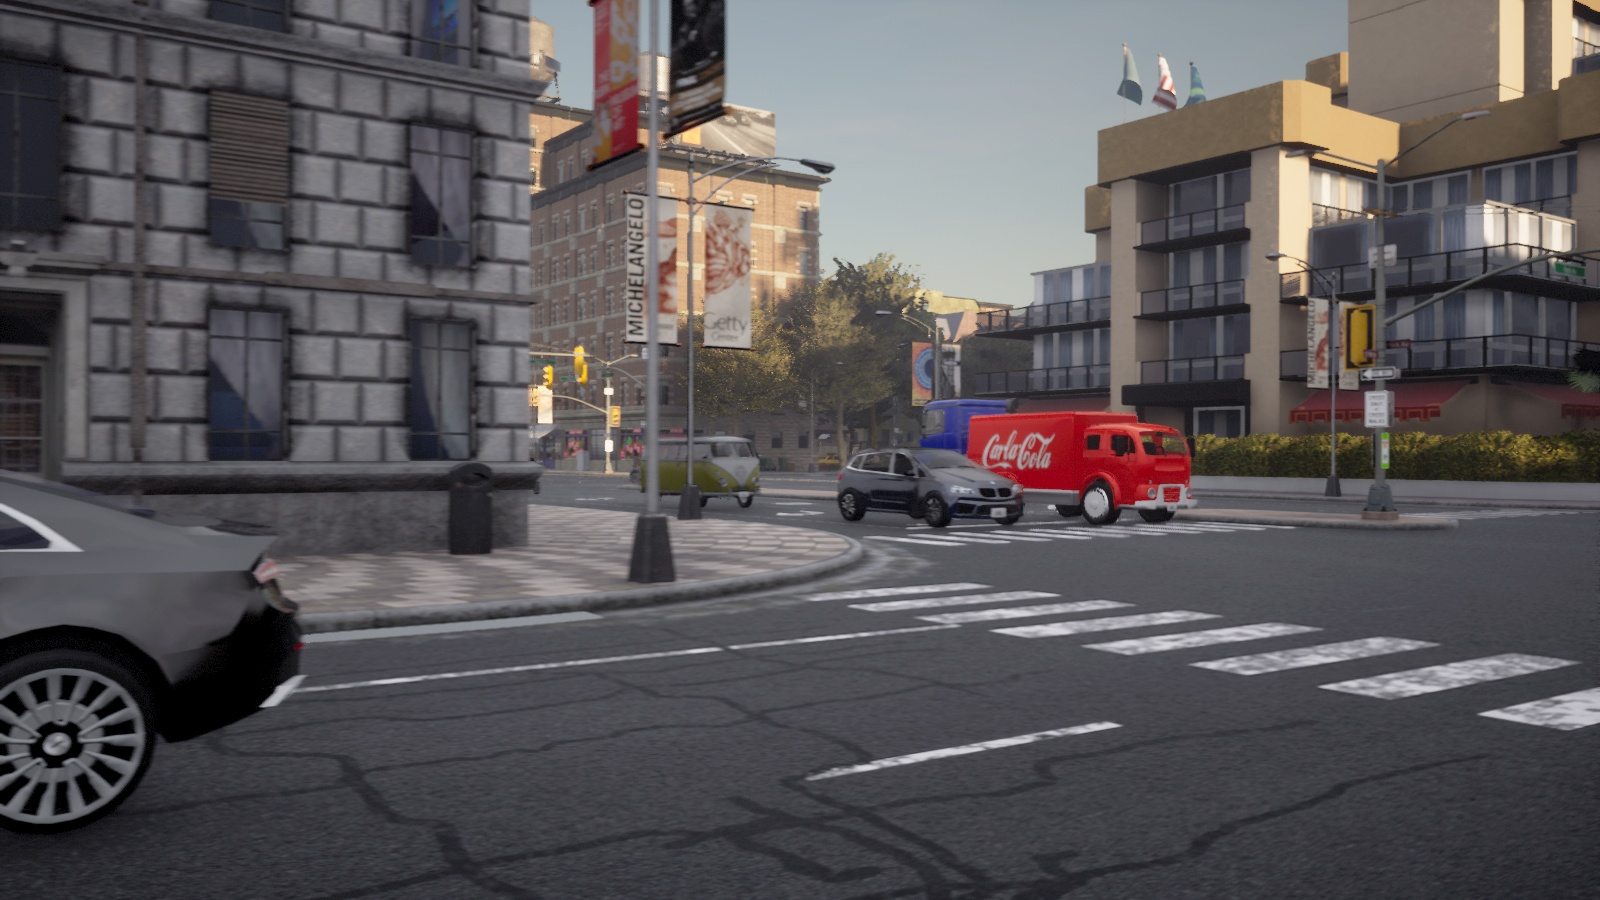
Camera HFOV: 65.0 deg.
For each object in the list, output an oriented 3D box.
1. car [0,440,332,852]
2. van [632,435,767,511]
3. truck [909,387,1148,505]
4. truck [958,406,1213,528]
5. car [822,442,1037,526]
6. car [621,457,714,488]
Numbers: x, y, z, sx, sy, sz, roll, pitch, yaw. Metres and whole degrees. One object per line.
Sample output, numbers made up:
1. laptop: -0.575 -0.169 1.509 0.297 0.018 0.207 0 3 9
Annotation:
1. car: -4.587 0.720 4.758 4.902 1.511 2.128 0 0 -34
2. van: -2.907 0.619 35.456 1.775 1.987 4.442 0 0 -35
3. truck: 7.237 -0.104 41.018 2.891 3.462 7.936 0 0 -35
4. truck: 6.308 0.347 28.376 2.627 2.467 5.204 0 0 -35
5. car: 2.712 0.678 27.411 2.242 1.667 4.611 0 0 -34
6. car: -6.174 1.009 58.385 4.181 1.385 1.994 0 0 40
